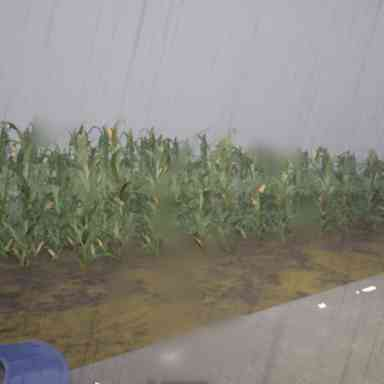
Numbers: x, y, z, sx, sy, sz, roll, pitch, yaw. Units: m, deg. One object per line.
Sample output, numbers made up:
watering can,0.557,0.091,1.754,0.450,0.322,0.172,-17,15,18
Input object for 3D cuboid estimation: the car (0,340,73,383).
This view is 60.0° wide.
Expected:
car,-2.728,1.545,1.121,4.674,1.442,1.812,-1,0,-35
